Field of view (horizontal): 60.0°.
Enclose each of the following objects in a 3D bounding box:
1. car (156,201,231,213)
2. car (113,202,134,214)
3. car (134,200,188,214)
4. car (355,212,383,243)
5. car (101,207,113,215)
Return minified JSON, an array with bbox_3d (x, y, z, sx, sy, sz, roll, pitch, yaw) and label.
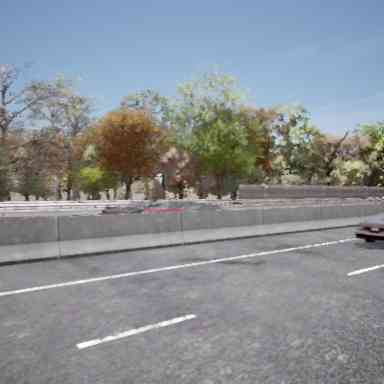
[{"bbox_3d":[0.526,1.527,21.435,5.008,1.535,1.882,0,0,-35],"label":"car"},{"bbox_3d":[-3.536,1.571,27.136,4.892,1.490,1.837,0,0,-35],"label":"car"},{"bbox_3d":[-1.480,1.422,24.303,4.553,1.767,2.097,0,0,-35],"label":"car"},{"bbox_3d":[9.442,1.556,14.895,5.357,1.411,2.033,0,0,-35],"label":"car"},{"bbox_3d":[-5.207,1.568,29.480,5.357,1.411,2.033,0,0,-33],"label":"car"}]
